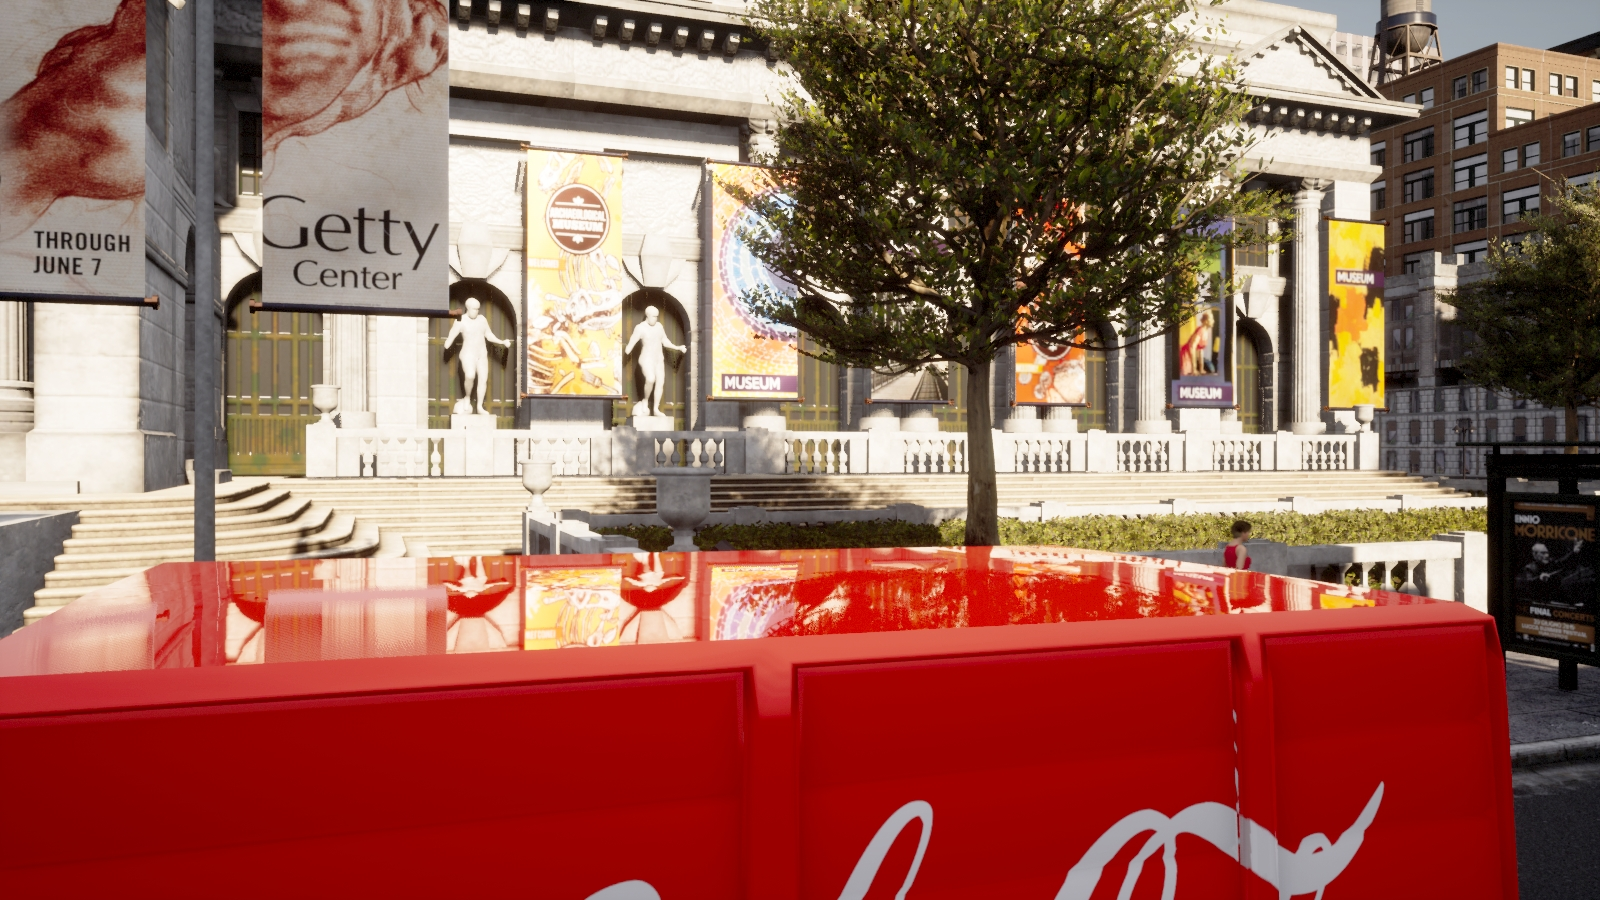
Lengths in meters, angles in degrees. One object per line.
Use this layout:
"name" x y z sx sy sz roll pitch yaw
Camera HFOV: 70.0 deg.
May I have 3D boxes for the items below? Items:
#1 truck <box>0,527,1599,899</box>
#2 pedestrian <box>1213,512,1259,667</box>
"truck" -1.019 1.570 2.926 5.204 2.467 2.627 0 0 -20
"pedestrian" 5.354 1.700 14.047 0.375 1.860 0.375 0 0 -15
